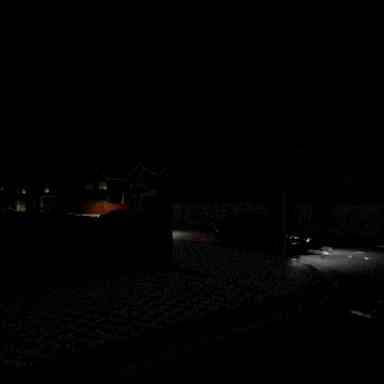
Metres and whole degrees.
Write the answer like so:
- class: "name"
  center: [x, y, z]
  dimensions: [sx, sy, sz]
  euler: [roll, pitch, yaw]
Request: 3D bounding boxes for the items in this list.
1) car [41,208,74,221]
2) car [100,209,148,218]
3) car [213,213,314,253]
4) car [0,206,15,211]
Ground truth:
- class: "car"
  center: [-13.348, 2.312, 32.750]
  dimensions: [4.892, 1.490, 1.837]
  euler: [-2, -1, 43]
- class: "car"
  center: [-4.844, 1.999, 24.208]
  dimensions: [1.882, 1.535, 5.008]
  euler: [-1, -1, -43]
- class: "car"
  center: [3.063, 1.746, 15.129]
  dimensions: [1.837, 1.490, 4.892]
  euler: [-1, -1, -40]
- class: "car"
  center: [-28.564, 2.879, 50.624]
  dimensions: [5.357, 1.411, 2.033]
  euler: [-2, -1, 45]
